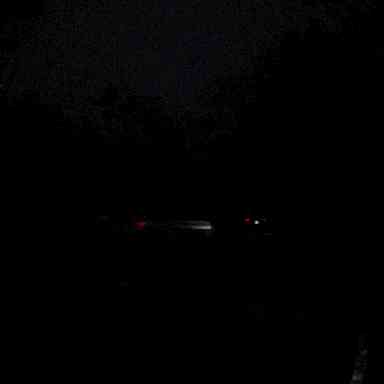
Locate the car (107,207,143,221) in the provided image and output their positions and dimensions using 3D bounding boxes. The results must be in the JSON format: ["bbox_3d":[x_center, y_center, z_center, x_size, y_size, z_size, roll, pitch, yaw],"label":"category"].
[{"bbox_3d":[-6.728,2.115,32.848,1.895,1.301,4.718,0,-1,-35],"label":"car"}]

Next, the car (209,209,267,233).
[{"bbox_3d":[2.911,1.836,21.840,1.994,1.385,4.181,0,-1,-30],"label":"car"}]
